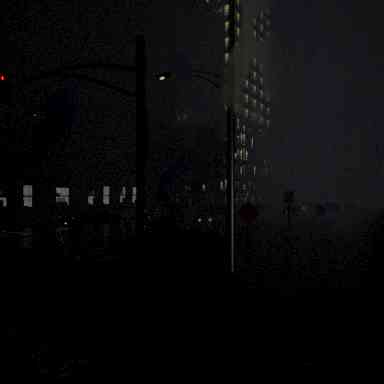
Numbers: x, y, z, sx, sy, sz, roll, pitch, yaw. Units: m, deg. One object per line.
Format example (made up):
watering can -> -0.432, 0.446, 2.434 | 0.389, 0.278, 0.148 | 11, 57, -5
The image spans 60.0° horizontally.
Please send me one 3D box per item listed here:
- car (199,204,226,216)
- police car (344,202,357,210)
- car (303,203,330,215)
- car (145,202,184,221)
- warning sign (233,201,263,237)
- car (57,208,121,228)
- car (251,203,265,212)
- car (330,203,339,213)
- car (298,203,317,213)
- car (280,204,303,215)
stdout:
car -> 2.682, 2.187, 41.362 | 1.812, 1.442, 4.674 | 0, -1, 33
police car -> 31.476, 2.736, 65.848 | 1.930, 1.638, 5.238 | 0, -1, 33
car -> 16.987, 2.374, 45.226 | 1.837, 1.490, 4.892 | 0, -1, 33
car -> -2.779, 1.832, 32.877 | 2.097, 1.767, 4.553 | 0, -1, 33
warning sign -> 3.123, 1.453, 18.543 | 1.300, 1.860, 1.060 | 1, 1, 33
car -> -7.694, 1.919, 25.234 | 1.895, 1.301, 4.718 | 0, -1, 33
car -> 10.098, 2.467, 52.765 | 1.994, 1.385, 4.181 | 0, -1, 33
car -> 22.516, 2.527, 53.841 | 1.882, 1.535, 5.008 | 0, -1, 33
car -> 19.118, 2.531, 54.738 | 1.837, 1.490, 4.892 | 0, -1, 33
car -> 13.933, 2.457, 46.577 | 1.895, 1.301, 4.718 | 0, -1, 33
